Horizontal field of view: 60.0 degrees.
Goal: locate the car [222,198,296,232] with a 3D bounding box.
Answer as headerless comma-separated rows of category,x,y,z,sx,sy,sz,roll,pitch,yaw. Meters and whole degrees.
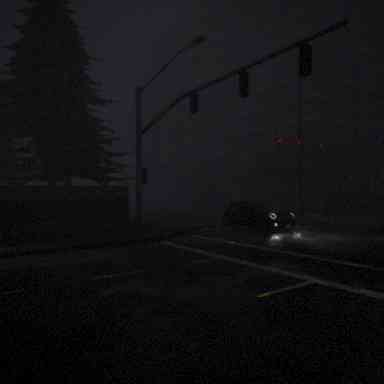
car,3.862,1.265,19.614,2.097,1.767,4.553,-1,0,-35

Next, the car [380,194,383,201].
car,36.062,1.029,62.168,1.895,1.301,4.718,0,0,-12
